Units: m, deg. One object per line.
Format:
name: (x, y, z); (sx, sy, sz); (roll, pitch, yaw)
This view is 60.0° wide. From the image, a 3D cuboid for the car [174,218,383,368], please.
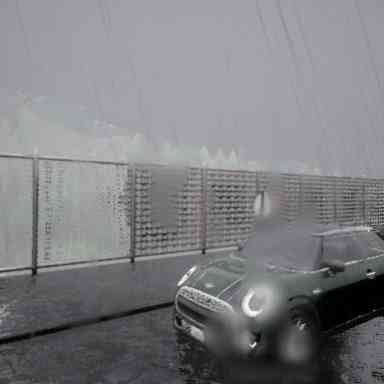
car: (1.916, 1.404, 5.955); (4.553, 1.767, 2.097); (1, 0, -35)
